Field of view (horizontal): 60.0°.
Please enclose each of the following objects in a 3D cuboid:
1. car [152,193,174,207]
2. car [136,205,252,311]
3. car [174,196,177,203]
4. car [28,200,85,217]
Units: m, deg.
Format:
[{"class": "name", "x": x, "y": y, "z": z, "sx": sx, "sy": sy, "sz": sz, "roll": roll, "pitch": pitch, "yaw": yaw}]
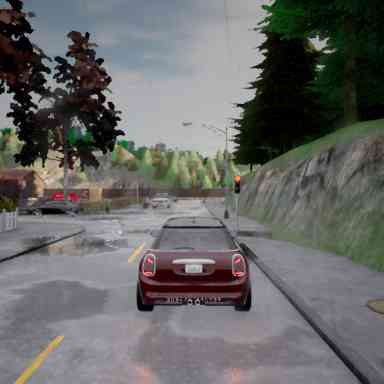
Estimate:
[{"class": "car", "x": -4.094, "y": 1.222, "z": 45.328, "sx": 2.150, "sy": 2.045, "sz": 5.566, "roll": 0, "pitch": 0, "yaw": 0}, {"class": "car", "x": 0.055, "y": 1.352, "z": 7.910, "sx": 2.097, "sy": 1.767, "sz": 4.553, "roll": 0, "pitch": 0, "yaw": 1}, {"class": "car", "x": -4.015, "y": 1.493, "z": 66.698, "sx": 2.128, "sy": 1.511, "sz": 4.902, "roll": 0, "pitch": 0, "yaw": 0}, {"class": "car", "x": -12.383, "y": 1.491, "z": 30.435, "sx": 4.902, "sy": 1.511, "sz": 2.128, "roll": 0, "pitch": 0, "yaw": -3}]
